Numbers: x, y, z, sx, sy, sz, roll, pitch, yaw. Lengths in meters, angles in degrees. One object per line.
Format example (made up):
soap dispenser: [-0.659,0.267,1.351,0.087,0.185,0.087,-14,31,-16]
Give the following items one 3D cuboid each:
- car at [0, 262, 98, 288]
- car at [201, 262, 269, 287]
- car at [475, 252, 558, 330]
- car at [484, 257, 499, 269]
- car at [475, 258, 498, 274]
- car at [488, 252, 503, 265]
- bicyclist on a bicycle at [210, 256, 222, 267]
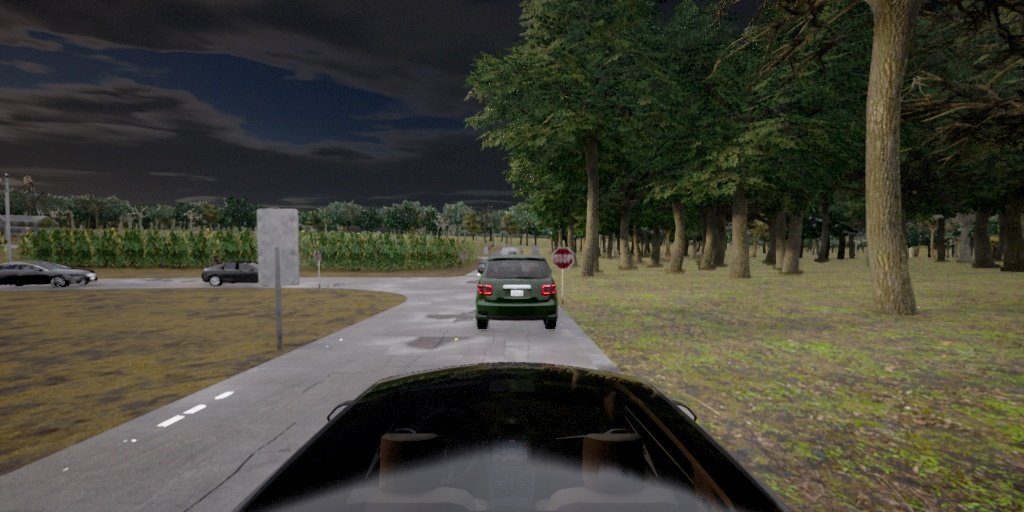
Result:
car: [-27.693,1.085,20.899,4.902,1.511,2.128,0,2,-19]
car: [-16.932,1.116,23.022,4.892,1.490,1.837,0,2,-7]
car: [0.122,0.973,11.271,2.150,2.045,5.566,0,0,0]
car: [-2.731,0.934,49.346,1.812,1.442,4.674,0,1,0]
car: [-2.758,1.062,39.916,2.128,1.511,4.902,0,1,0]
car: [-2.697,0.391,60.039,2.150,2.045,5.566,0,1,0]
bicyclist on a bicycle: [-23.388,0.856,28.379,0.582,1.620,1.656,0,1,-11]
